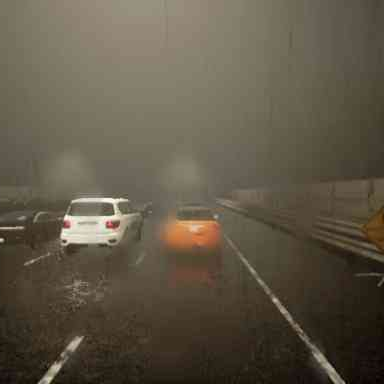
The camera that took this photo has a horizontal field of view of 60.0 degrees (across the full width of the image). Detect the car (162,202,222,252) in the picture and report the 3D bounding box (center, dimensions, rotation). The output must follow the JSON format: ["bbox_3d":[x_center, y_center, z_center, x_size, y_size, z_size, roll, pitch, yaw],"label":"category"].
[{"bbox_3d":[0.076,1.400,14.212,2.097,1.767,4.553,0,0,0],"label":"car"}]

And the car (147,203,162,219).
[{"bbox_3d":[-3.428,1.669,30.173,1.994,1.385,4.181,0,0,0],"label":"car"}]

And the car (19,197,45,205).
[{"bbox_3d":[-21.098,1.518,45.590,2.097,1.767,4.553,0,0,0],"label":"car"}]

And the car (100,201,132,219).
[{"bbox_3d":[-6.927,1.633,30.776,1.812,1.442,4.674,0,0,0],"label":"car"}]

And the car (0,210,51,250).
[{"bbox_3d":[-6.922,1.538,14.467,2.128,1.511,4.902,0,0,0],"label":"car"}]

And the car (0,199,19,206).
[{"bbox_3d":[-24.598,1.660,45.857,2.128,1.511,4.902,0,0,0],"label":"car"}]

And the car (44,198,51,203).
[{"bbox_3d":[-17.604,1.713,45.376,2.033,1.411,5.357,0,0,0],"label":"car"}]

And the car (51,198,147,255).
[{"bbox_3d":[-3.425,1.265,13.640,2.150,2.045,5.566,0,0,0],"label":"car"}]

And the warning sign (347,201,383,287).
[{"bbox_3d":[4.539,1.141,7.777,1.300,1.860,1.060,0,-1,0],"label":"warning sign"}]

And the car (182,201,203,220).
[{"bbox_3d":[0.073,1.633,30.646,1.812,1.442,4.674,0,0,0],"label":"car"}]
